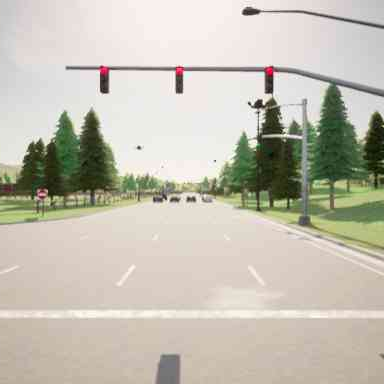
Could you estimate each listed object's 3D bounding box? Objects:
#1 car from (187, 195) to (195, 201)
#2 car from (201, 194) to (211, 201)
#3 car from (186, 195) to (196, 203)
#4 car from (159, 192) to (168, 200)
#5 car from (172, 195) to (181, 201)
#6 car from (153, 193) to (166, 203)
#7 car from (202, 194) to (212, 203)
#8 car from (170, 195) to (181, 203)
[{"bbox_3d":[-0.187,1.370,80.786,1.994,1.385,4.181,0,0,0],"label":"car"},{"bbox_3d":[3.313,1.342,80.795,2.128,1.511,4.902,0,0,0],"label":"car"},{"bbox_3d":[-0.164,1.333,70.720,2.097,1.767,4.553,0,0,0],"label":"car"},{"bbox_3d":[-7.187,1.042,80.800,2.150,2.045,5.566,0,0,0],"label":"car"},{"bbox_3d":[-3.687,1.412,80.808,1.895,1.301,4.718,0,0,0],"label":"car"},{"bbox_3d":[-7.163,1.456,70.350,1.882,1.535,5.008,0,0,0],"label":"car"},{"bbox_3d":[3.336,1.503,70.791,1.812,1.442,4.674,0,0,0],"label":"car"},{"bbox_3d":[-3.663,1.478,70.358,1.837,1.490,4.892,0,0,0],"label":"car"}]
